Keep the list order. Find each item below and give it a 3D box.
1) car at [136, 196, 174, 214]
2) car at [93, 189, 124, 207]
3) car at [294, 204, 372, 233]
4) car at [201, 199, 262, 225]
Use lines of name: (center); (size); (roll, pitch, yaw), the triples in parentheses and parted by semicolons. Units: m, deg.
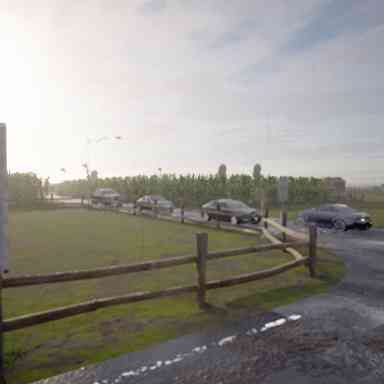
car: (-3.413, 1.112, 30.168); (2.128, 1.511, 4.902); (-1, 1, -34)
car: (-10.098, 0.674, 39.912); (2.150, 2.045, 5.566); (-1, 2, -35)
car: (7.746, 1.363, 18.685); (1.994, 1.385, 4.181); (-1, 1, -28)
car: (2.463, 1.273, 21.543); (1.837, 1.490, 4.892); (-1, 1, -33)
